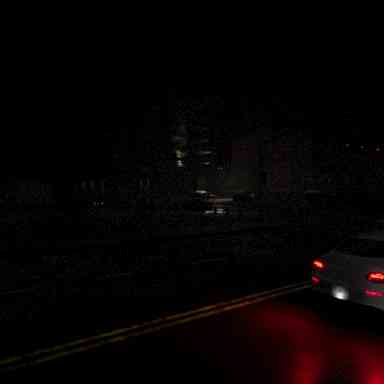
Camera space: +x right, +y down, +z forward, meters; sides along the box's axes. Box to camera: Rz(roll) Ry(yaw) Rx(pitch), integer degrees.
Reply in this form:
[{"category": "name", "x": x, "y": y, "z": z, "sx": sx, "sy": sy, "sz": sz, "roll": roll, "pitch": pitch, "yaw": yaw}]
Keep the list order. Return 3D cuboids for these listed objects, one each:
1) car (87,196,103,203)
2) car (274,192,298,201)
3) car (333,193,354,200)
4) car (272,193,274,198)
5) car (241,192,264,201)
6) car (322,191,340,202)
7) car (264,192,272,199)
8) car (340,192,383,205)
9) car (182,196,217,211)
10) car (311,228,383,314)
[{"category": "car", "x": -19.393, "y": 1.410, "z": 66.253, "sx": 2.033, "sy": 1.411, "sz": 5.357, "roll": 0, "pitch": 0, "yaw": -36}, {"category": "car", "x": 18.713, "y": 1.115, "z": 64.961, "sx": 1.970, "sy": 1.475, "sz": 3.806, "roll": 0, "pitch": 0, "yaw": -36}, {"category": "car", "x": 34.822, "y": 0.980, "z": 76.463, "sx": 1.784, "sy": 1.438, "sz": 3.905, "roll": 0, "pitch": 0, "yaw": -36}, {"category": "car", "x": 19.166, "y": 0.812, "z": 83.883, "sx": 1.932, "sy": 1.855, "sz": 4.605, "roll": 0, "pitch": 0, "yaw": -36}, {"category": "car", "x": 14.652, "y": 1.084, "z": 80.608, "sx": 1.970, "sy": 1.475, "sz": 3.806, "roll": 0, "pitch": 0, "yaw": -36}, {"category": "car", "x": 32.424, "y": 0.785, "z": 74.834, "sx": 1.932, "sy": 1.855, "sz": 4.605, "roll": 0, "pitch": 0, "yaw": -36}, {"category": "car", "x": 17.011, "y": 1.037, "z": 82.287, "sx": 1.784, "sy": 1.438, "sz": 3.905, "roll": 0, "pitch": 0, "yaw": -36}, {"category": "car", "x": 24.251, "y": 0.904, "z": 47.527, "sx": 1.932, "sy": 1.855, "sz": 4.605, "roll": 0, "pitch": 0, "yaw": -36}, {"category": "car", "x": 0.710, "y": 1.505, "z": 38.232, "sx": 1.994, "sy": 1.385, "sz": 4.181, "roll": 0, "pitch": 1, "yaw": -36}, {"category": "car", "x": 4.399, "y": 1.486, "z": 6.931, "sx": 4.674, "sy": 1.442, "sz": 1.812, "roll": 0, "pitch": 0, "yaw": -35}]
